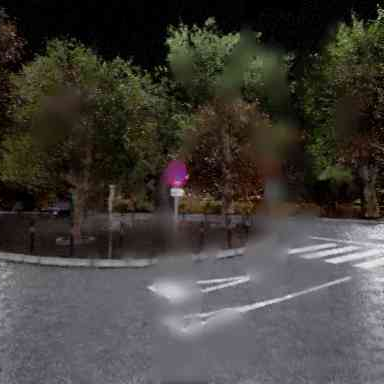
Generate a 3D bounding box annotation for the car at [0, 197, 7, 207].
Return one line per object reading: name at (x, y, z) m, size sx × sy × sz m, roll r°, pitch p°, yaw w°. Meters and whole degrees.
car at (-39.470, 1.915, 65.070) m, size 5.566 × 2.045 × 2.435 m, roll 1°, pitch -1°, yaw -37°

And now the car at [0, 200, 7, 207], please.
car at (-35.987, 1.982, 60.456) m, size 4.553 × 1.767 × 2.185 m, roll 1°, pitch 0°, yaw -37°

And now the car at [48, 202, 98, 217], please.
car at (-11.628, 1.715, 32.555) m, size 4.902 × 1.511 × 2.128 m, roll 0°, pitch -1°, yaw 15°
